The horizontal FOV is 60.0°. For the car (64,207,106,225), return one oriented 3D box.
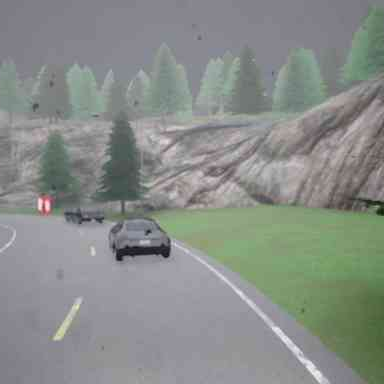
[{"bbox_3d":[-8.562,1.810,26.184,1.895,1.301,4.718,0,0,-37],"label":"car"}]

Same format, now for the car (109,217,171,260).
[{"bbox_3d":[-2.140,1.653,13.011,1.994,1.385,4.181,0,0,-17],"label":"car"}]
